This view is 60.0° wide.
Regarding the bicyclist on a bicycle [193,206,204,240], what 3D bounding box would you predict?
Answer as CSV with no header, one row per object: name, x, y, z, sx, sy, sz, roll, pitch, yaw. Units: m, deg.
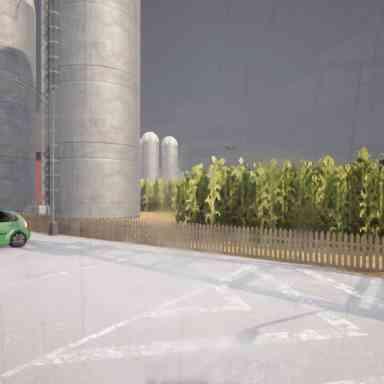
bicyclist on a bicycle,0.518,1.515,15.921,0.582,1.620,1.656,-1,4,-41

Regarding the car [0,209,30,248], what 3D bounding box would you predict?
car,-8.503,1.483,12.789,1.851,1.617,3.988,0,0,34
